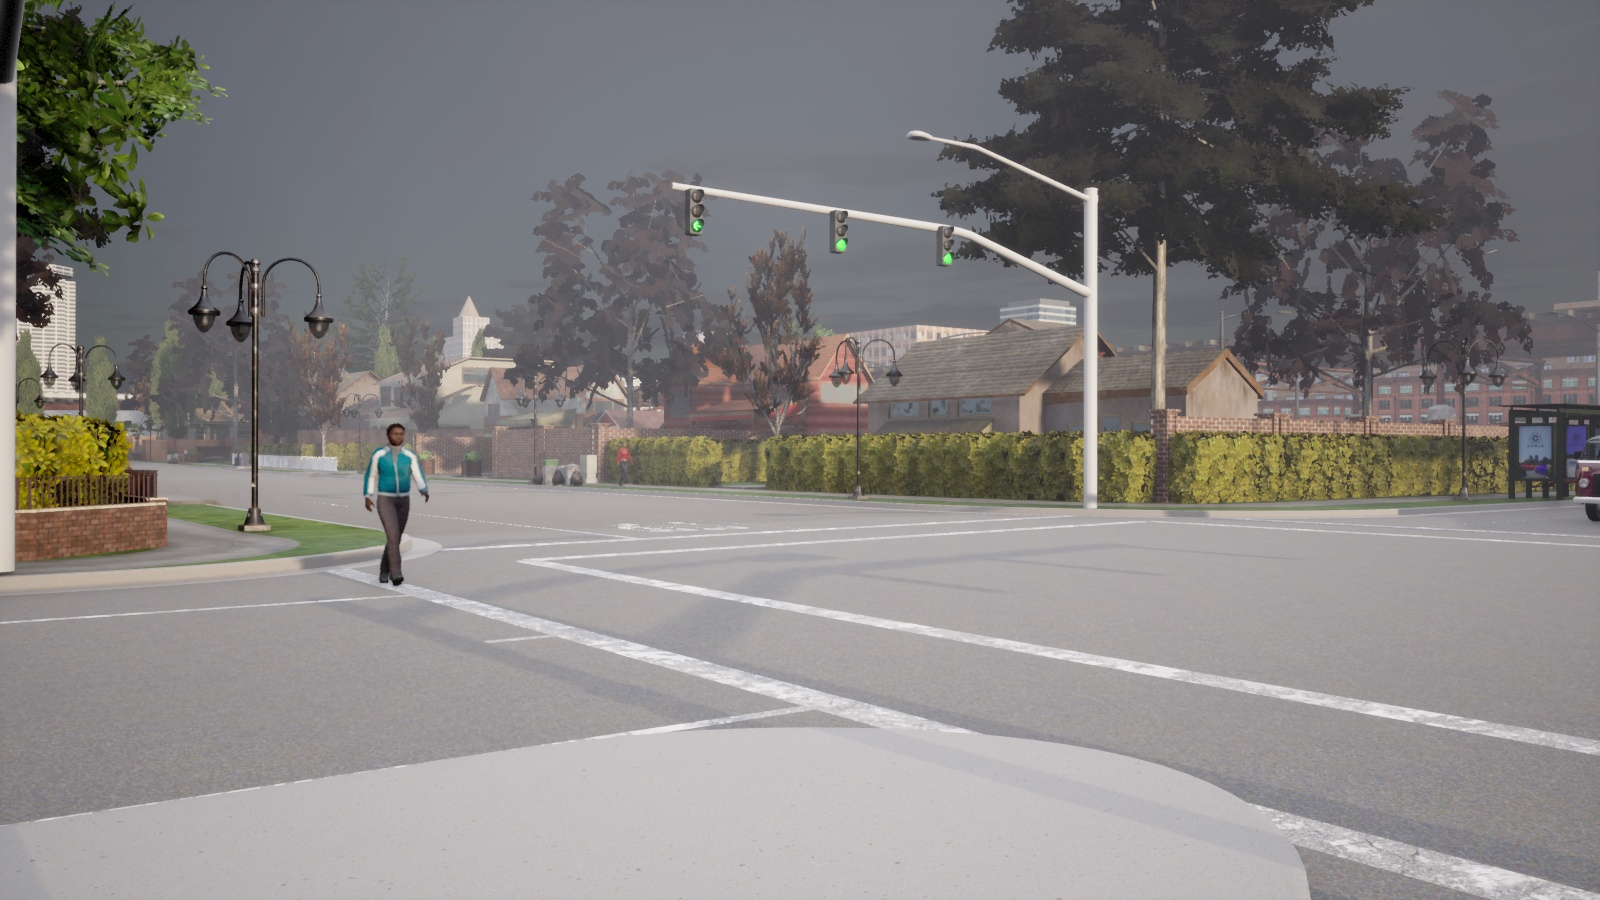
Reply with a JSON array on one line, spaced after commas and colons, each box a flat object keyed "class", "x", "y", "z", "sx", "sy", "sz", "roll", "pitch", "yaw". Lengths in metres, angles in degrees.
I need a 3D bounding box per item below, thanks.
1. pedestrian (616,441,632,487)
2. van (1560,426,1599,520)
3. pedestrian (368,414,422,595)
[{"class": "pedestrian", "x": -7.047, "y": 0.548, "z": 50.275, "sx": 0.331, "sy": 1.846, "sz": 0.636, "roll": 0, "pitch": 0, "yaw": -36}, {"class": "van", "x": 19.198, "y": 0.497, "z": 28.227, "sx": 4.480, "sy": 2.038, "sz": 2.069, "roll": 0, "pitch": 0, "yaw": -37}, {"class": "pedestrian", "x": -4.440, "y": 0.580, "z": 13.757, "sx": 0.396, "sy": 1.930, "sz": 0.692, "roll": 0, "pitch": 0, "yaw": -33}]
